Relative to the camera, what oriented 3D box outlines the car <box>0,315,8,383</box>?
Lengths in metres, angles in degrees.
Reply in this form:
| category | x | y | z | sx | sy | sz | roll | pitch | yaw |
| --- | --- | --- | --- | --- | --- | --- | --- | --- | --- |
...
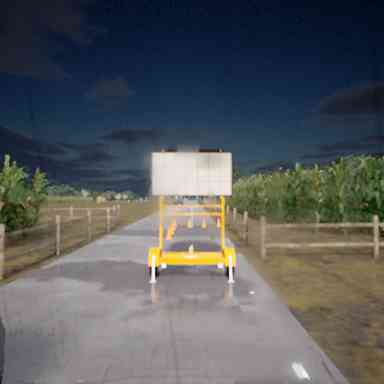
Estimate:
| category | x | y | z | sx | sy | sz | roll | pitch | yaw |
| --- | --- | --- | --- | --- | --- | --- | --- | --- | --- |
| car | -2.750 | 1.515 | 1.372 | 1.837 | 1.490 | 4.892 | 0 | 0 | 0 |

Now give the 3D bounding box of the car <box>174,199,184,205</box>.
| category | x | y | z | sx | sy | sz | roll | pitch | yaw |
| --- | --- | --- | --- | --- | --- | --- | --- | --- | --- |
| car | -2.742 | 2.188 | 70.058 | 1.837 | 1.490 | 4.892 | 0 | -1 | 0 |

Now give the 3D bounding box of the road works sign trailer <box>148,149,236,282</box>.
| category | x | y | z | sx | sy | sz | roll | pitch | yaw |
| --- | --- | --- | --- | --- | --- | --- | --- | --- | --- |
| road works sign trailer | 0.002 | 0.534 | 9.919 | 2.380 | 3.560 | 2.880 | 0 | 0 | 0 |
